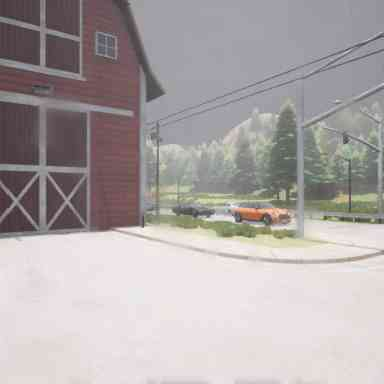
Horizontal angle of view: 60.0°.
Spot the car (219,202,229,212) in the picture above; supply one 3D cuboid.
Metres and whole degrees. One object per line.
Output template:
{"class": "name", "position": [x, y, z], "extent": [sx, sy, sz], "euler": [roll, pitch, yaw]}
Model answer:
{"class": "car", "position": [3.747, 1.749, 34.456], "extent": [1.812, 1.442, 4.674], "euler": [0, 0, -34]}

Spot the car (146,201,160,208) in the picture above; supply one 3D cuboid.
{"class": "car", "position": [-5.650, 1.837, 41.625], "extent": [1.994, 1.385, 4.181], "euler": [0, 0, -35]}

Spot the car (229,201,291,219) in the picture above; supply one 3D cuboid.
{"class": "car", "position": [5.358, 1.523, 25.558], "extent": [2.097, 1.767, 4.553], "euler": [0, 0, -34]}

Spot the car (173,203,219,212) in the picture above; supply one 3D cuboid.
{"class": "car", "position": [-0.024, 1.768, 33.412], "extent": [2.033, 1.411, 5.357], "euler": [0, 0, -35]}
